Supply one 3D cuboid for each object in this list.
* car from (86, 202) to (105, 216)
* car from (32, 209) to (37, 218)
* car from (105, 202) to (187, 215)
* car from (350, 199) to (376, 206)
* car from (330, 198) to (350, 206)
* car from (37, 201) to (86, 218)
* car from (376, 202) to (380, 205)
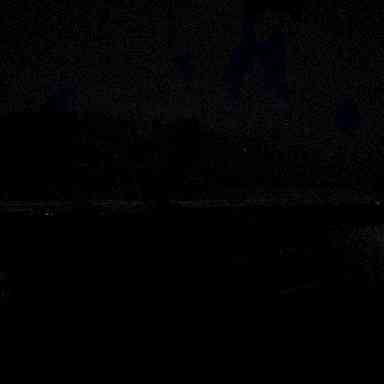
[{"bbox_3d":[-4.220,1.519,22.475,4.902,1.511,2.128,0,0,-35],"label":"car"},{"bbox_3d":[-10.209,1.510,26.802,4.902,1.511,2.128,0,0,-35],"label":"car"},{"bbox_3d":[-2.390,1.379,19.482,4.553,1.767,2.097,0,0,-35],"label":"car"},{"bbox_3d":[25.060,1.764,47.627,4.181,1.385,1.994,0,0,-35],"label":"car"},{"bbox_3d":[22.967,1.691,50.427,4.902,1.511,2.128,0,0,-35],"label":"car"},{"bbox_3d":[-8.128,1.497,23.989,5.008,1.535,1.882,1,0,-35],"label":"car"},{"bbox_3d":[11.766,1.289,16.567,5.566,2.045,2.150,0,0,-36],"label":"car"}]
